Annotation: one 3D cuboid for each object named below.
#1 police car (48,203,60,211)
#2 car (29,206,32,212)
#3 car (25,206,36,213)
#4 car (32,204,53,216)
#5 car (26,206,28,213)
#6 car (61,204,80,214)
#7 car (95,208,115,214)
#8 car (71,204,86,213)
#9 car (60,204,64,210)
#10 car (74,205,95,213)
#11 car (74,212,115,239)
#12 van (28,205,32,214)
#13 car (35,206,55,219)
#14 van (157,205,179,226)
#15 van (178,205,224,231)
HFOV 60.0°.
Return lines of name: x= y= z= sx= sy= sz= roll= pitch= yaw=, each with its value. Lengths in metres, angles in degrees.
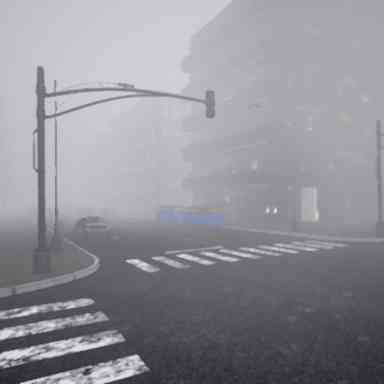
police car: x=-36.259 y=4.158 z=87.986 sx=1.930 sy=1.638 sz=5.238 roll=0 pitch=-1 yaw=-29
car: x=-25.622 y=3.341 z=55.753 sx=2.008 sy=1.369 sz=4.403 roll=-1 pitch=-1 yaw=-29
car: x=-36.599 y=3.998 z=75.278 sx=2.008 sy=1.369 sz=4.403 roll=-1 pitch=-1 yaw=-29
car: x=-22.890 y=3.066 z=50.869 sx=1.967 sy=1.590 sz=4.097 roll=-1 pitch=-1 yaw=-29
car: x=-33.855 y=3.598 z=70.404 sx=2.192 sy=1.841 sz=5.009 roll=-1 pitch=-1 yaw=-29
car: x=-22.589 y=3.442 z=62.143 sx=1.994 sy=1.385 sz=4.181 roll=0 pitch=-2 yaw=-29
car: x=-12.854 y=2.998 z=50.034 sx=1.802 sy=1.307 sz=4.206 roll=-1 pitch=-1 yaw=-29
car: x=-23.803 y=3.387 z=69.583 sx=2.192 sy=1.841 sz=5.009 roll=-1 pitch=-1 yaw=-29
car: x=-29.274 y=3.715 z=79.355 sx=2.192 sy=1.841 sz=5.009 roll=-1 pitch=-1 yaw=-29
car: x=-16.261 y=3.063 z=50.843 sx=1.994 sy=1.385 sz=4.181 roll=0 pitch=-1 yaw=-29
car: x=-6.474 y=2.225 z=21.549 sx=1.802 sy=1.307 sz=4.206 roll=-1 pitch=-1 yaw=-29
van: x=-28.364 y=3.295 z=60.642 sx=1.690 sy=1.788 sz=3.998 roll=-1 pitch=-1 yaw=-29
car: x=-20.151 y=3.044 z=45.980 sx=1.802 sy=1.307 sz=4.206 roll=-1 pitch=-1 yaw=-29
van: x=-1.920 y=2.102 z=30.493 sx=1.690 sy=1.788 sz=3.998 roll=-1 pitch=-1 yaw=-29
van: x=0.815 y=1.938 z=25.606 sx=1.690 sy=1.788 sz=3.998 roll=-1 pitch=-1 yaw=-29
